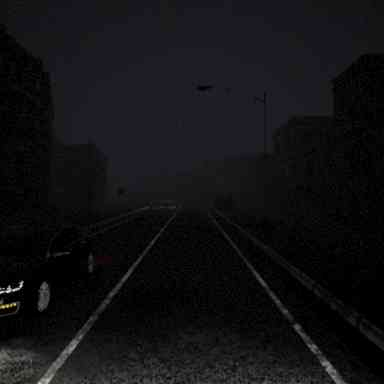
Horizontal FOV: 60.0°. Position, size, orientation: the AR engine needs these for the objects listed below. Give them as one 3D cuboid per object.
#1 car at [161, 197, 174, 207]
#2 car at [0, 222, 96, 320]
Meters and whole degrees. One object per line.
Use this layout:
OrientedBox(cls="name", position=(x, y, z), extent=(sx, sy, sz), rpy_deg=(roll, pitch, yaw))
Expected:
OrientedBox(cls="car", position=(-3.723, 1.504, 50.416), extent=(1.812, 1.442, 4.674), rpy_deg=(0, 0, -2))
OrientedBox(cls="car", position=(-3.598, 1.502, 7.522), extent=(1.837, 1.490, 4.892), rpy_deg=(0, 0, 0))
